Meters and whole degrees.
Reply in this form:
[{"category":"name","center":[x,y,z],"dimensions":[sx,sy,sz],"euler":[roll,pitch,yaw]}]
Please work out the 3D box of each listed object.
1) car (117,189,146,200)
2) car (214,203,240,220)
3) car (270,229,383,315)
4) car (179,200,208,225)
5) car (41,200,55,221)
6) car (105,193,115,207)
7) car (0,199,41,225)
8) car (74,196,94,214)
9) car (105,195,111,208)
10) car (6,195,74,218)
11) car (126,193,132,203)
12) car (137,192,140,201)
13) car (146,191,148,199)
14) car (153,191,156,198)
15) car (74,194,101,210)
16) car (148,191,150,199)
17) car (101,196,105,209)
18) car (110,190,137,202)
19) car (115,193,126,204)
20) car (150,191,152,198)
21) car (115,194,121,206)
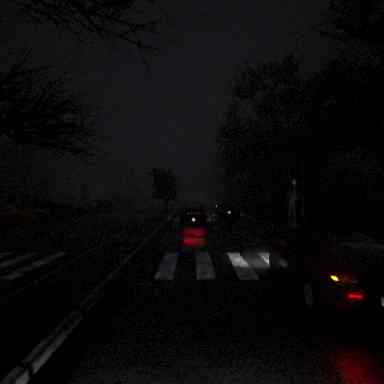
[{"category":"car","center":[-13.830,0.966,74.819],"dimensions":[5.566,2.045,2.435],"euler":[-1,1,-20]},{"category":"car","center":[3.102,1.668,29.676],"dimensions":[1.994,1.385,4.181],"euler":[0,0,0]},{"category":"car","center":[3.100,1.558,7.508],"dimensions":[1.812,1.442,4.674],"euler":[0,0,0]},{"category":"car","center":[0.101,1.601,24.645],"dimensions":[1.837,1.490,4.892],"euler":[0,0,0]},{"category":"car","center":[-13.840,1.631,26.808],"dimensions":[4.674,1.452,2.002],"euler":[-1,0,-20]},{"category":"car","center":[-13.853,1.379,47.821],"dimensions":[4.553,1.767,2.185],"euler":[-1,0,-20]},{"category":"car","center":[-14.010,1.584,23.735],"dimensions":[5.366,1.575,1.946],"euler":[-1,0,-20]},{"category":"car","center":[-13.658,1.578,35.881],"dimensions":[5.366,1.575,1.946],"euler":[-1,0,-20]},{"category":"car","center":[-13.826,1.574,44.833],"dimensions":[4.674,1.452,2.002],"euler":[-1,0,-20]},{"category":"car","center":[-13.811,1.345,29.827],"dimensions":[5.566,2.045,2.435],"euler":[-1,0,-20]},{"category":"car","center":[-13.787,1.396,59.849],"dimensions":[4.792,1.488,2.163],"euler":[-1,0,-20]},{"category":"car","center":[-13.634,1.293,65.904],"dimensions":[5.366,1.575,1.946],"euler":[-1,0,-20]},{"category":"car","center":[-13.769,1.047,80.846],"dimensions":[4.553,1.767,2.185],"euler":[-1,1,-20]},{"category":"car","center":[-13.818,0.863,92.829],"dimensions":[5.566,2.045,2.435],"euler":[-1,1,-20]},{"category":"car","center":[-13.856,1.320,38.808],"dimensions":[5.566,2.045,2.435],"euler":[-1,0,-20]},{"category":"car","center":[-13.830,1.031,83.832],"dimensions":[4.553,1.767,2.185],"euler":[-1,0,-20]},{"category":"car","center":[-13.851,1.583,41.808],"dimensions":[4.792,1.488,2.163],"euler":[-1,1,-20]},{"category":"car","center":[-13.790,1.081,62.849],"dimensions":[5.566,2.045,2.435],"euler":[-1,0,-20]},{"category":"car","center":[-13.810,1.439,53.833],"dimensions":[5.008,1.535,2.097],"euler":[-1,1,-20]},{"category":"car","center":[-13.801,1.142,86.843],"dimensions":[4.892,1.521,2.231],"euler":[-1,0,-20]},{"category":"car","center":[-13.822,1.513,50.833],"dimensions":[4.674,1.452,2.002],"euler":[-1,0,-20]}]
